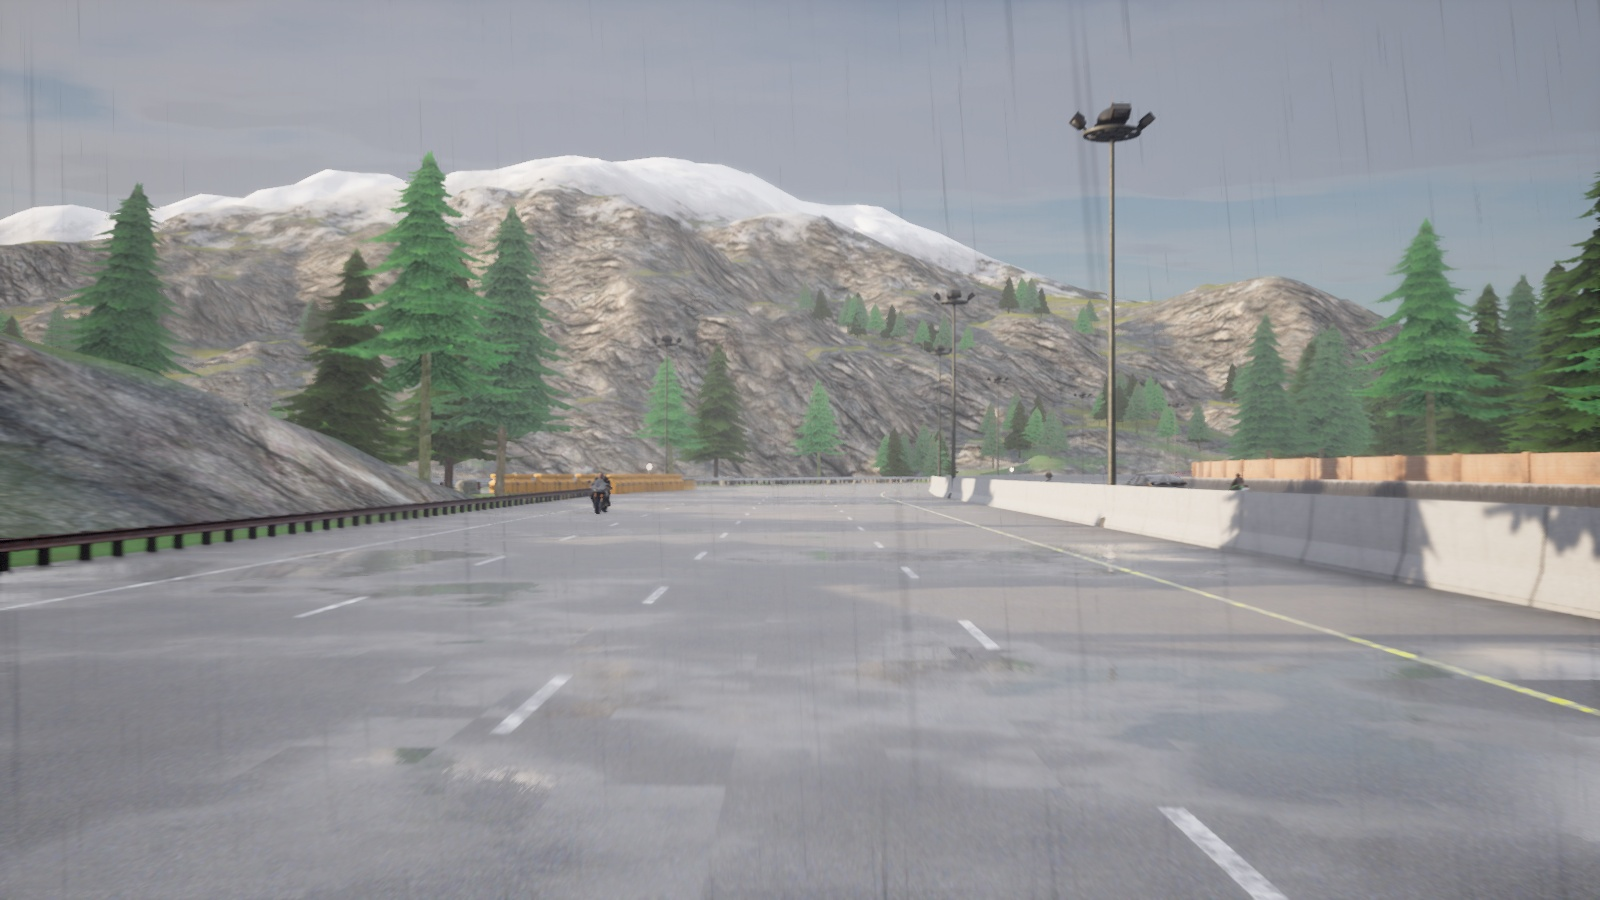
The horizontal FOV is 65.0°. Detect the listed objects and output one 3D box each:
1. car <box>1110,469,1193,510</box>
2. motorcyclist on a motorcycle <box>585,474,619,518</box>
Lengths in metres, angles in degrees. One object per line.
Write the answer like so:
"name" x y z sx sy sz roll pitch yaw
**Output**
"car" 13.878 1.542 49.870 2.007 1.525 4.514 0 -1 0
"motorcyclist on a motorcycle" -7.110 1.636 45.212 0.866 1.530 2.191 0 -1 0
